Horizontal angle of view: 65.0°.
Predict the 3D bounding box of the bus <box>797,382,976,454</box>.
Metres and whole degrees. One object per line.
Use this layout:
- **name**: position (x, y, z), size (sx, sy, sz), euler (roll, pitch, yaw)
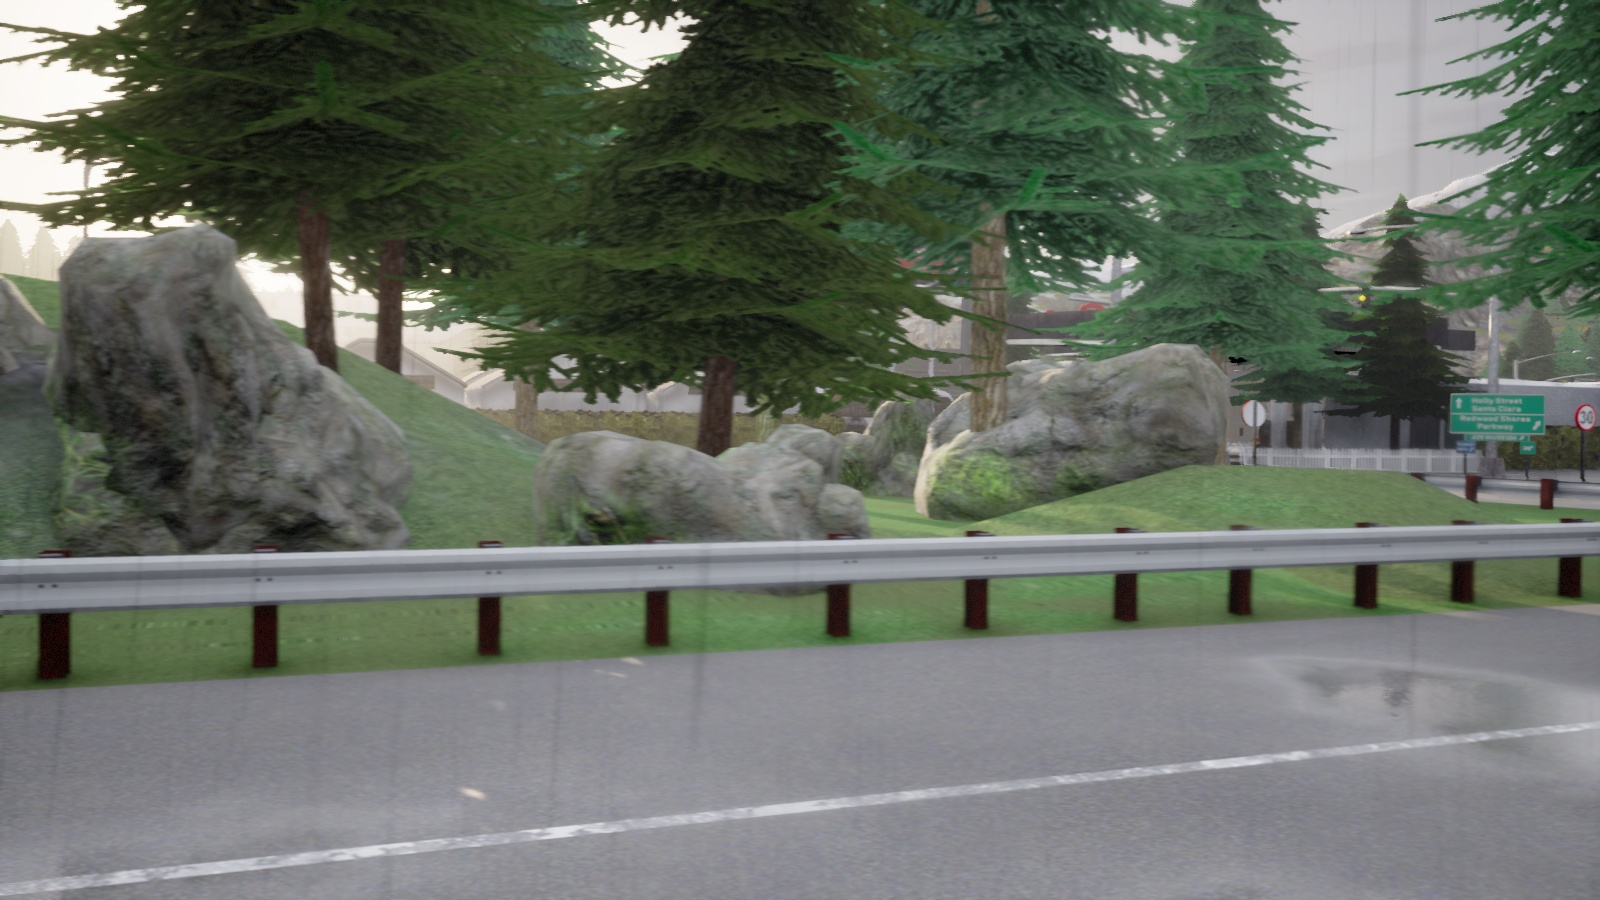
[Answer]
- **bus**: position (5.344, -1.932, 77.446), size (10.273, 4.253, 3.944), euler (0, 1, -21)
